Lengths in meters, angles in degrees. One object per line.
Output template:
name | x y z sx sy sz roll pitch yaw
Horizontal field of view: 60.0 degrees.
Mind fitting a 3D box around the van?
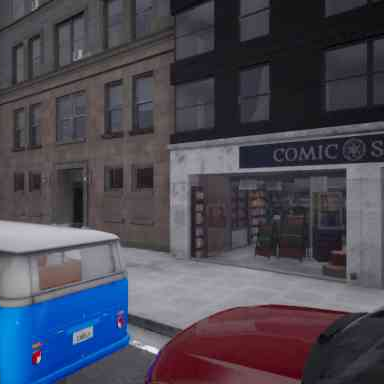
van | -2.704 1.341 4.743 3.998 1.788 1.690 0 0 36

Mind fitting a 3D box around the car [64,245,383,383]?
car | 1.917 1.315 1.442 5.009 1.841 2.192 0 0 36
